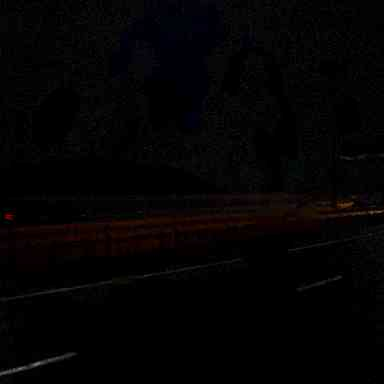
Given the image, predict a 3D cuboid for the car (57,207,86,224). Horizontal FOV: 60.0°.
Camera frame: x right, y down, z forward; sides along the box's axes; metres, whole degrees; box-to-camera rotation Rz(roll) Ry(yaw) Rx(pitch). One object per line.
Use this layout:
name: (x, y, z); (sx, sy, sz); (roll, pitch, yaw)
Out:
car: (-11.208, 1.924, 26.243); (5.357, 1.411, 2.033); (0, -1, -38)

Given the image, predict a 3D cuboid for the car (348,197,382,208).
car: (25.061, 1.671, 47.453); (5.566, 2.045, 2.150); (0, -1, -40)

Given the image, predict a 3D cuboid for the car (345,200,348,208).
car: (22.832, 1.928, 50.148); (5.008, 1.535, 1.882); (0, -1, -40)

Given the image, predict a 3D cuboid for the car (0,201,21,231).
car: (-12.096, 1.498, 16.868); (5.566, 2.045, 2.150); (0, -1, -35)

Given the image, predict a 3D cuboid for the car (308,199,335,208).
car: (20.581, 1.794, 52.831); (4.718, 1.301, 1.895); (0, -1, -40)

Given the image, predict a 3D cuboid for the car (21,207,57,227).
car: (-11.905, 1.872, 21.335); (5.357, 1.411, 2.033); (0, -1, -36)

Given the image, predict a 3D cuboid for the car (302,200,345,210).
car: (12.552, 1.775, 32.447); (5.008, 1.535, 1.882); (0, -1, -40)
